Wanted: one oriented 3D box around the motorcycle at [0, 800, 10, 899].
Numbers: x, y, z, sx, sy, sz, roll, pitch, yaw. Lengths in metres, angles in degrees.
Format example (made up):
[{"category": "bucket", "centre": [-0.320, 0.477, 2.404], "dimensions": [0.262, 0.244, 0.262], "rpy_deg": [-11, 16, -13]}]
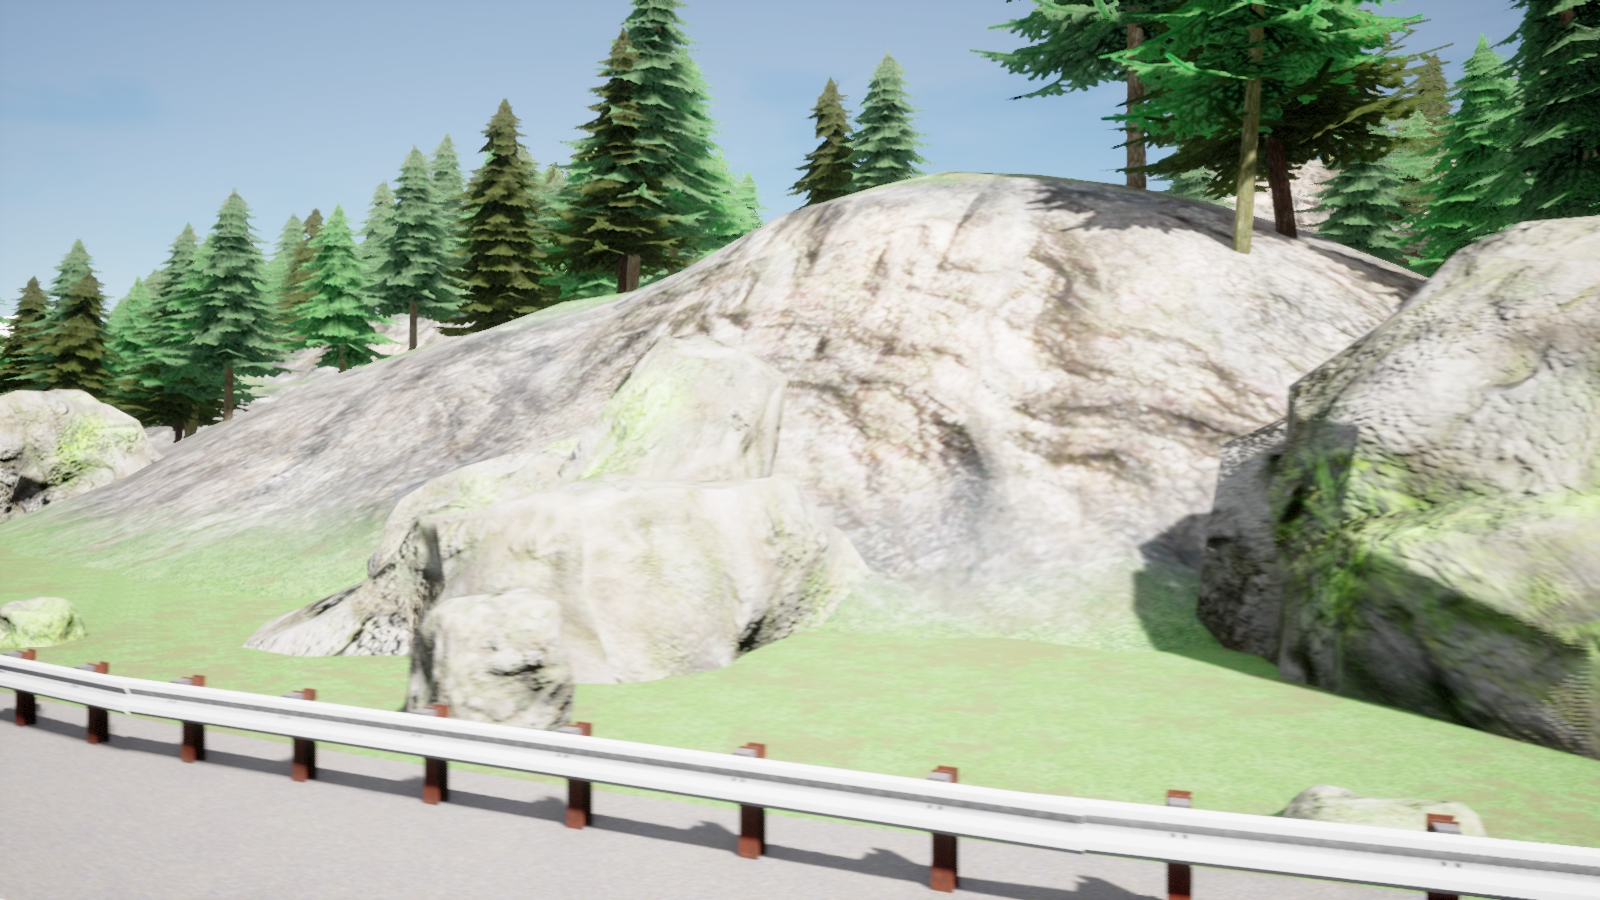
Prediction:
[{"category": "motorcycle", "centre": [-4.620, 2.179, 5.164], "dimensions": [2.033, 1.217, 0.803], "rpy_deg": [0, 0, 25]}]
